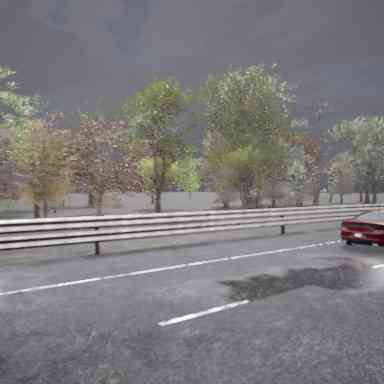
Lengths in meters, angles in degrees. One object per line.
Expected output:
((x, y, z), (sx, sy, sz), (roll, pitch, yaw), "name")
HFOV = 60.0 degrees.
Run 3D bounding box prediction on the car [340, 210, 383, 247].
((8.257, 1.474, 13.943), (5.008, 1.535, 1.882), (0, 0, -36), "car")
